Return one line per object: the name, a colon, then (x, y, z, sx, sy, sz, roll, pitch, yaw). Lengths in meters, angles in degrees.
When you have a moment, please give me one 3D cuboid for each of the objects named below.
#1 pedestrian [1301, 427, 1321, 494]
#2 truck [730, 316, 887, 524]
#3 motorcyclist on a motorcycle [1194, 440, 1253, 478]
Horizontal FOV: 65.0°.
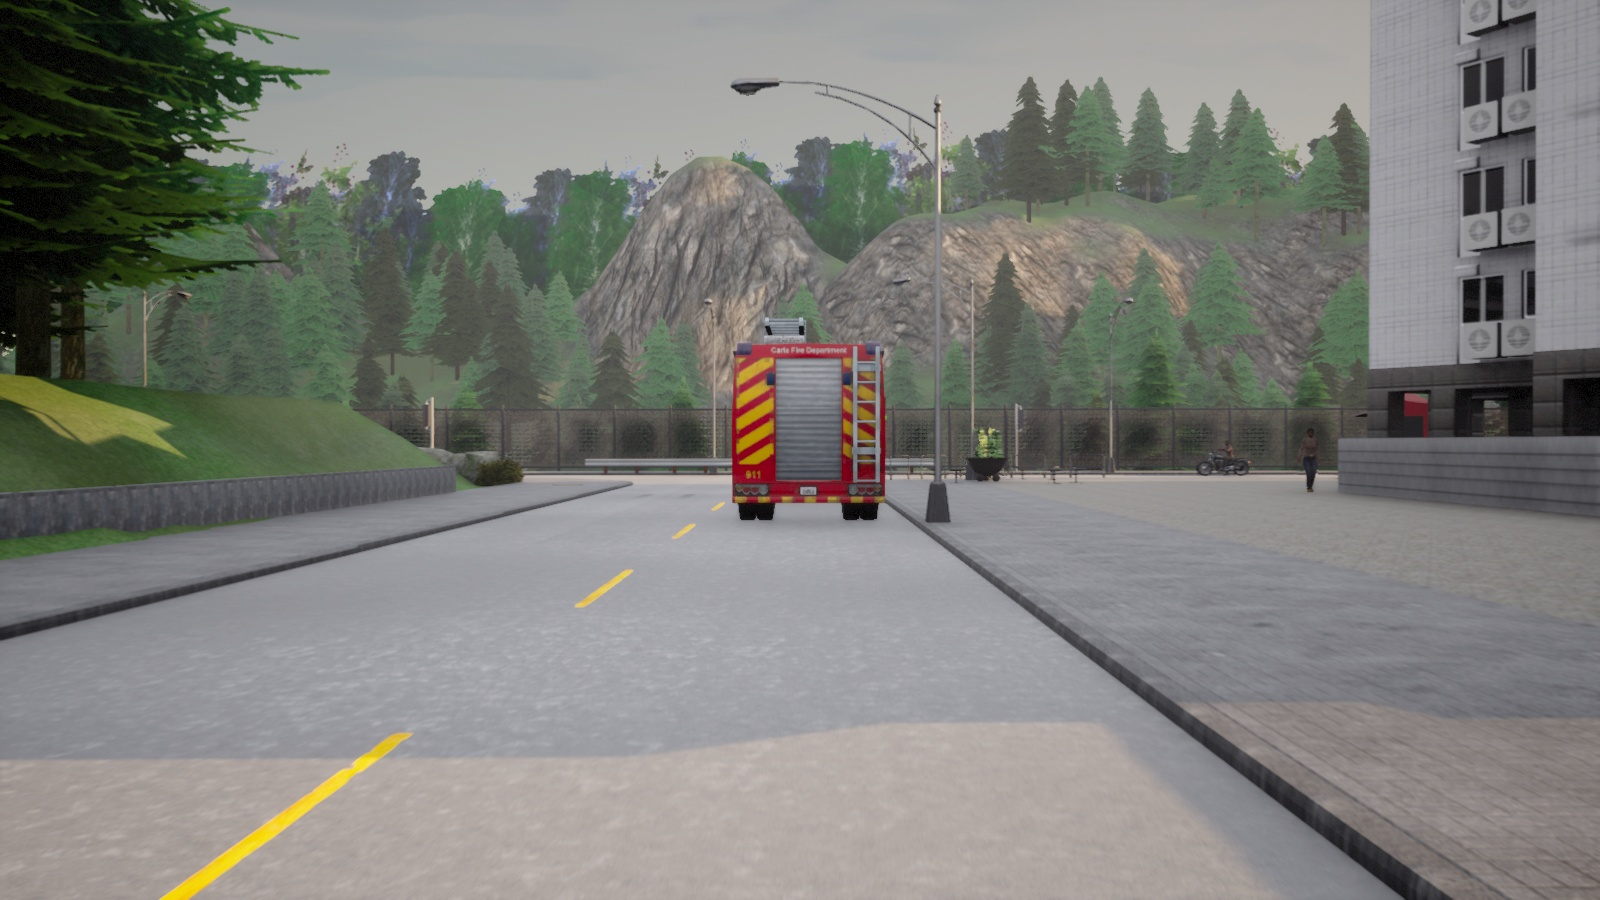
pedestrian: (14.018, 0.273, 34.463, 0.328, 1.805, 0.869, 0, 0, 9)
truck: (0.175, -0.572, 27.355, 2.891, 3.827, 8.468, 0, 0, 0)
motorcyclist on a motorcycle: (18.841, 0.397, 55.869, 2.350, 1.649, 0.766, 0, 0, 0)
